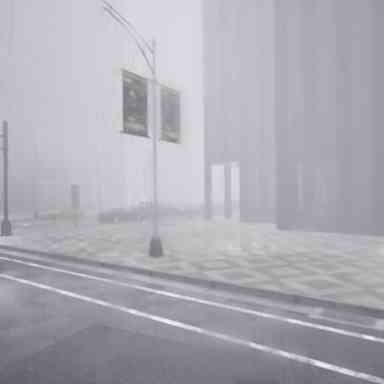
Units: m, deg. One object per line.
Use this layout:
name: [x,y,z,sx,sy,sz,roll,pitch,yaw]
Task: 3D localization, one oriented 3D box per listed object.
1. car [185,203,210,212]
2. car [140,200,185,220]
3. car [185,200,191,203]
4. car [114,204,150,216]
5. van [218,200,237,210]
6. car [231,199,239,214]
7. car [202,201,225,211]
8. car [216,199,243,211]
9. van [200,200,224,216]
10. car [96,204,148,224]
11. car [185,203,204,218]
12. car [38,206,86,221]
car: [0.964,2.508,54.443,1.887,1.381,4.507,-2,-2,36]
car: [-3.407,1.902,33.756,2.192,1.841,5.009,-2,-2,36]
car: [-1.891,2.213,50.482,2.192,1.841,5.009,-2,-2,36]
car: [-7.592,2.317,42.541,2.008,1.369,4.403,-2,-2,36]
van: [6.665,2.434,62.382,1.690,1.788,3.998,-2,-2,36]
car: [5.515,2.107,46.137,2.192,1.841,5.009,-2,-2,36]
car: [3.814,2.468,58.412,1.967,1.590,4.097,-2,-2,36]
car: [6.527,2.227,57.452,2.150,2.045,5.566,-1,-2,36]
van: [2.541,2.065,42.010,1.690,1.788,3.998,-2,-2,36]
car: [-6.378,2.062,29.623,1.887,1.381,4.507,-2,-2,36]
car: [-0.429,2.237,37.876,1.802,1.307,4.206,-2,-2,36]
car: [-13.395,2.157,34.470,1.752,1.417,4.829,-2,-2,36]
